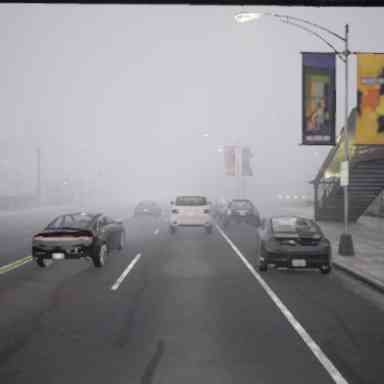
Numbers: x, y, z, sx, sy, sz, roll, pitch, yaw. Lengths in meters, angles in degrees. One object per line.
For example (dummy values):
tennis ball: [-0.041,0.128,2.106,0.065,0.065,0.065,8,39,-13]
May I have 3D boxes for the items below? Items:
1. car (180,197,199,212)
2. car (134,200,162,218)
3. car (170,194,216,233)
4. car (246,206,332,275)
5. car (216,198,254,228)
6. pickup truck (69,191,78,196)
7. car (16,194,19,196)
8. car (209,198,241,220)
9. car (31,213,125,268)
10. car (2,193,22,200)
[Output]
car: [-0.210,1.289,36.474,1.837,1.490,4.892,0,0,1]
car: [-3.680,1.396,28.094,1.994,1.385,4.181,0,0,-1]
car: [-0.071,1.109,18.940,2.150,2.045,5.566,0,0,-1]
car: [2.941,1.420,10.359,2.231,1.521,4.892,0,0,9]
car: [2.844,1.230,21.133,2.185,1.767,4.553,0,0,-1]
pickup truck: [-29.612,0.565,87.631,6.274,2.098,2.390,0,0,-1]
car: [-29.674,0.892,60.004,2.185,1.767,4.553,0,0,-1]
car: [2.627,1.317,27.557,2.097,1.535,5.008,0,0,-1]
car: [-3.481,1.425,11.009,2.128,1.511,4.902,0,0,-1]
car: [-41.380,0.957,76.559,2.002,1.452,4.674,0,0,-1]
